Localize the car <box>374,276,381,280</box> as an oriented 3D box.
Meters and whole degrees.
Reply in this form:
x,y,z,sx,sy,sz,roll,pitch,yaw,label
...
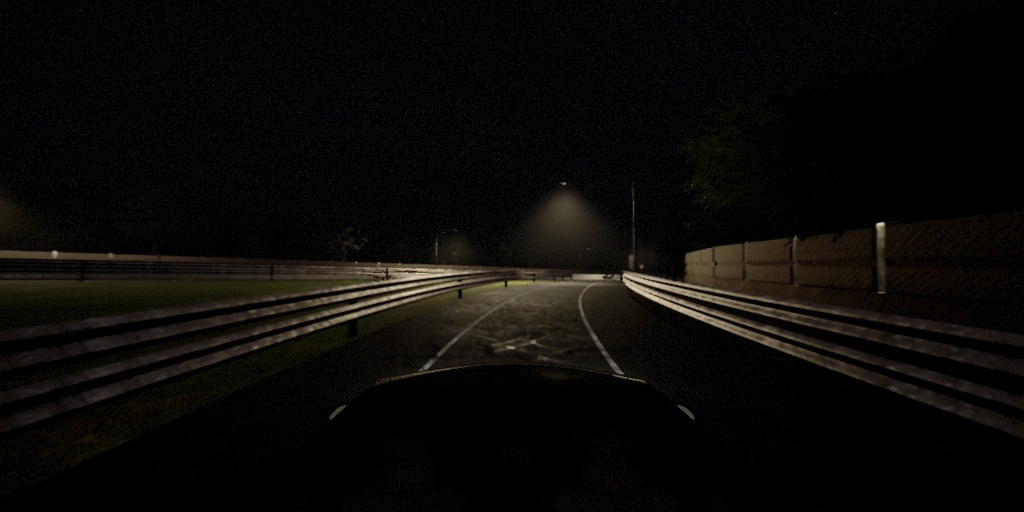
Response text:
x,y,z,sx,sy,sz,roll,pitch,yaw,label
-17.084,2.695,50.933,1.895,1.301,4.718,-3,-5,44,car

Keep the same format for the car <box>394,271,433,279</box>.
x,y,z,sx,sy,sz,roll,pitch,yaw,label
-12.086,2.301,46.047,1.882,1.535,5.008,-3,-5,44,car

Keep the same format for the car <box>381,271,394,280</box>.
x,y,z,sx,sy,sz,roll,pitch,yaw,label
-14.594,2.438,48.484,1.882,1.535,5.008,-3,-5,44,car
